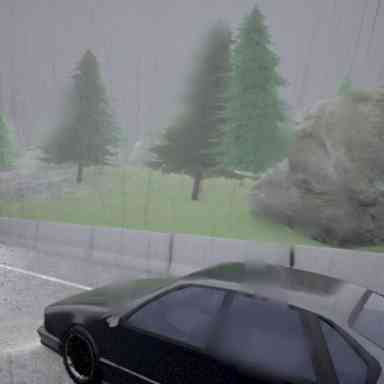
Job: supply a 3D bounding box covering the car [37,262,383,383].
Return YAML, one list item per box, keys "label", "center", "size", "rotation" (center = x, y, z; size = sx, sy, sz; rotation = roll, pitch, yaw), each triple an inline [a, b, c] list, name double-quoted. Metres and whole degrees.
- label: "car"
  center: [0.558, 1.548, 3.595]
  size: [5.357, 1.411, 2.033]
  rotation: [0, 0, 35]
